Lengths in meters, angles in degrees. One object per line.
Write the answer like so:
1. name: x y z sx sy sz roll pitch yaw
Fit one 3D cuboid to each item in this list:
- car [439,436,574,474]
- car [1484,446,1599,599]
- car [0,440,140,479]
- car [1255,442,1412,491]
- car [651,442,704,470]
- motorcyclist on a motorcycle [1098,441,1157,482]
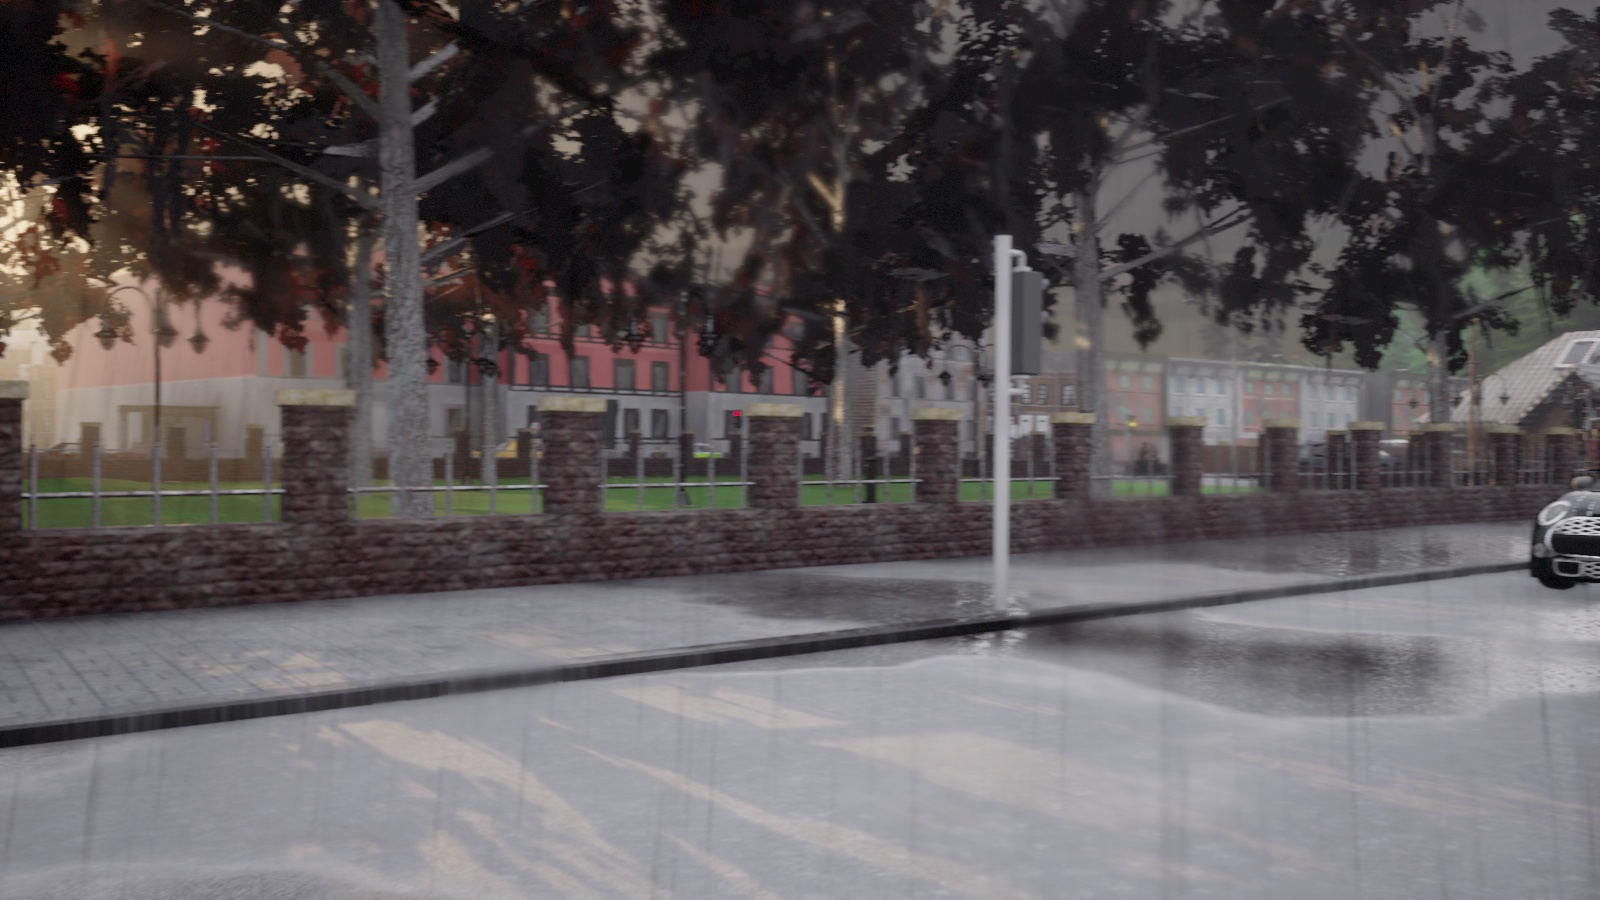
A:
1. car: -12.517 0.207 53.785 5.366 1.575 1.801 0 0 -37
2. car: 9.171 0.712 13.402 3.806 1.475 1.970 0 0 -39
3. car: -25.736 0.307 43.648 4.718 1.301 1.895 0 0 -37
4. car: 19.288 0.562 45.599 2.033 1.649 4.856 0 0 -39
5. car: -6.177 0.320 63.545 2.207 1.376 1.481 1 0 -36
6. motorcyclist on a motorcycle: 13.767 0.480 52.833 0.766 1.649 2.350 0 1 -39
